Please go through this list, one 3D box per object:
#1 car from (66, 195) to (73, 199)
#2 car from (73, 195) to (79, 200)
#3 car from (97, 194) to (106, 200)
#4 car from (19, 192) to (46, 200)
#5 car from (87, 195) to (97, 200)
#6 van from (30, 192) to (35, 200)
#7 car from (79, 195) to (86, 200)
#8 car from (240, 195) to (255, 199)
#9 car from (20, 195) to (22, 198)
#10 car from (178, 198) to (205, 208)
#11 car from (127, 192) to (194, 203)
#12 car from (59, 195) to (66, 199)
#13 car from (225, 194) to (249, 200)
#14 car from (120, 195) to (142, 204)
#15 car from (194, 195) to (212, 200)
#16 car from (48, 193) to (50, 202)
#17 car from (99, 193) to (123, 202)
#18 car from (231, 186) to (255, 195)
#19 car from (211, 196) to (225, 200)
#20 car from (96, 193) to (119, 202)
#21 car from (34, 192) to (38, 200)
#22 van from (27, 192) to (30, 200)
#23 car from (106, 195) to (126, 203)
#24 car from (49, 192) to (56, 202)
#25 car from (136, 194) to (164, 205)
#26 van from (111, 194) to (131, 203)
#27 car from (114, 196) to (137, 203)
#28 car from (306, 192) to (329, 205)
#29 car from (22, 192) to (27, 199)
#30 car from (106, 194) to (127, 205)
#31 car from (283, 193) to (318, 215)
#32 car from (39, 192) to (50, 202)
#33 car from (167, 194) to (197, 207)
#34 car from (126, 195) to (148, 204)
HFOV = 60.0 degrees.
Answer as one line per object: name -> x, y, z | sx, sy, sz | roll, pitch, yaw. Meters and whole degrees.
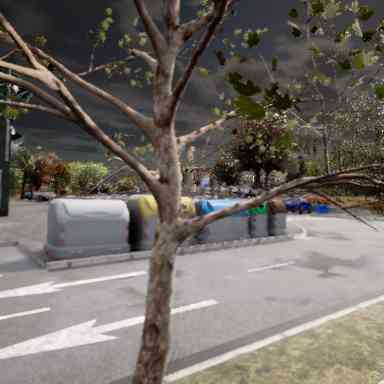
car -> -14.449, 1.211, 46.660 | 2.097, 1.535, 5.008 | 0, -1, 35
car -> -12.780, 1.238, 44.207 | 2.163, 1.488, 4.792 | 1, -1, 35
car -> -7.724, 1.077, 36.920 | 2.185, 1.767, 4.553 | 0, -1, 35
car -> -39.773, 0.981, 83.097 | 2.435, 2.045, 5.566 | 1, -1, 35
car -> -9.293, 1.205, 39.528 | 1.946, 1.575, 5.366 | 0, -1, 35
van -> -31.393, 1.000, 70.873 | 1.878, 1.987, 4.442 | 1, -1, 35
car -> -11.079, 1.208, 41.798 | 2.231, 1.521, 4.892 | 0, -1, 35
car -> 8.630, 1.633, 43.073 | 2.185, 1.767, 4.553 | 1, -2, 35
car -> -36.380, 0.980, 78.290 | 2.435, 2.045, 5.566 | 0, -1, 35
car -> 0.008, 1.798, 55.479 | 2.163, 1.488, 4.792 | 1, -2, 35
car -> -2.648, 0.946, 29.628 | 2.435, 2.045, 5.566 | 1, -1, 35
car -> -16.243, 1.206, 48.940 | 1.946, 1.575, 5.366 | 1, -1, 35
car -> 6.947, 1.638, 45.603 | 2.185, 1.767, 4.553 | 1, -2, 35
car -> -13.791, 1.658, 75.346 | 2.185, 1.767, 4.553 | 1, -2, 35
car -> 1.745, 1.516, 53.004 | 2.435, 2.045, 5.566 | 1, -2, 35
car -> -21.196, 1.248, 56.413 | 2.163, 1.488, 4.792 | 0, -1, 35
car -> -20.656, 1.538, 85.273 | 2.435, 2.045, 5.566 | 1, -2, 35
car -> 8.425, -0.181, 55.629 | 2.097, 1.767, 4.553 | 2, 3, -34
car -> 5.215, 1.640, 48.086 | 2.185, 1.767, 4.553 | 1, -2, 35
car -> -22.368, 1.541, 87.810 | 2.435, 2.045, 5.566 | 1, -2, 35
car -> -27.960, 1.227, 66.114 | 2.231, 1.521, 4.892 | 1, -1, 35
van -> -33.080, 1.001, 73.304 | 1.878, 1.987, 4.442 | 1, -1, 35
car -> -18.906, 1.665, 82.838 | 2.185, 1.767, 4.553 | 1, -2, 35
car -> -19.617, 1.210, 53.801 | 1.946, 1.575, 5.366 | 1, -1, 35
car -> -8.569, 1.530, 67.949 | 2.435, 2.045, 5.566 | 1, -2, 35
van -> -17.140, 1.567, 80.433 | 1.878, 1.987, 4.442 | 1, -2, 35
car -> -15.481, 1.788, 77.850 | 2.231, 1.521, 4.892 | 1, -2, 35
car -> 15.950, 0.744, 44.643 | 2.097, 1.767, 4.553 | 2, 3, -34
car -> -34.693, 0.979, 75.858 | 2.435, 2.045, 5.566 | 0, -1, 35
car -> -6.022, 1.202, 34.509 | 2.231, 1.521, 4.892 | 0, -1, 35
car -> 12.110, 1.506, 38.163 | 2.435, 2.045, 5.566 | 1, -2, 35
car -> -26.285, 1.098, 63.655 | 2.185, 1.767, 4.553 | 0, -1, 35
car -> -1.670, 1.522, 58.019 | 2.435, 2.045, 5.566 | 1, -2, 35
car -> -12.056, 1.656, 72.863 | 2.185, 1.767, 4.553 | 1, -2, 35
